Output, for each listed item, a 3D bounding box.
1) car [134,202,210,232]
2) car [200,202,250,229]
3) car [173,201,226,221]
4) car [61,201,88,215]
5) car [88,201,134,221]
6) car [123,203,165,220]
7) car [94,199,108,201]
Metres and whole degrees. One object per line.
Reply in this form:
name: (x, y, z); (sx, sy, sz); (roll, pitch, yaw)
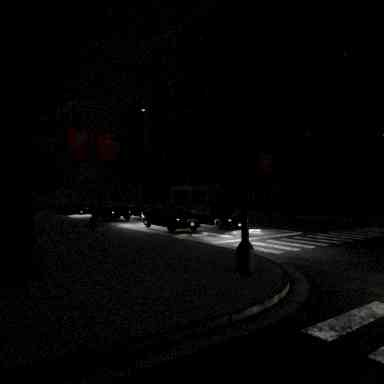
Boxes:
car: (-1.410, 1.548, 20.646); (2.128, 1.511, 4.902); (0, 0, -36)
car: (1.430, 1.609, 22.323); (2.033, 1.411, 5.357); (0, 0, -33)
car: (0.531, 1.585, 29.423); (2.128, 1.511, 4.902); (0, 0, -36)
car: (-13.038, 1.681, 36.832); (2.033, 1.411, 5.357); (0, 0, -35)
car: (-6.857, 1.693, 28.221); (1.895, 1.301, 4.718); (0, 0, -36)
car: (-4.465, 1.701, 30.455); (1.895, 1.301, 4.718); (0, 0, -36)
car: (-10.537, 1.632, 38.921); (2.128, 1.511, 4.902); (0, 0, -36)
